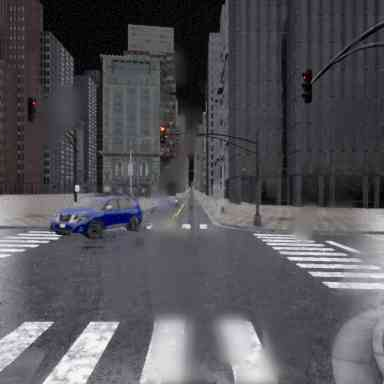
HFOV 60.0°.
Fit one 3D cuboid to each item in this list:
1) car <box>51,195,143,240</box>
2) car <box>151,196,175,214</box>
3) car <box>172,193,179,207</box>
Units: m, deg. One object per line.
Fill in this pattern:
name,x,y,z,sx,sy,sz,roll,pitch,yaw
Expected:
car,-4.746,1.212,17.691,2.150,2.045,5.566,2,0,24
car,-3.097,1.475,34.904,1.882,1.535,5.008,0,0,0
car,-3.079,1.349,51.024,2.097,1.767,4.553,0,0,0
